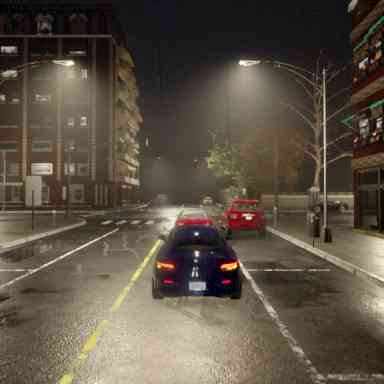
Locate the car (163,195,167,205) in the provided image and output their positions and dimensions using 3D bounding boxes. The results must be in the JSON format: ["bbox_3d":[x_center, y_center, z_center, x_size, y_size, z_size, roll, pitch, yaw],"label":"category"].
[{"bbox_3d":[-5.688,1.619,56.246,1.802,1.307,4.206,1,0,0],"label":"car"}]

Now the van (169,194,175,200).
[{"bbox_3d":[-5.691,1.422,95.017,1.690,1.788,3.998,1,0,0],"label":"van"}]

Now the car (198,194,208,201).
[{"bbox_3d":[2.692,1.382,83.933,2.192,1.841,5.009,1,0,0],"label":"car"}]

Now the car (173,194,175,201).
[{"bbox_3d":[-5.691,1.611,78.402,2.008,1.369,4.403,1,0,0],"label":"car"}]

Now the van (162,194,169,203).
[{"bbox_3d":[-5.684,1.383,61.786,1.690,1.788,3.998,1,0,0],"label":"van"}]

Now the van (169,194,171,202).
[{"bbox_3d":[-5.685,1.389,67.324,1.690,1.788,3.998,1,0,0],"label":"van"}]

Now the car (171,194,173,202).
[{"bbox_3d":[-5.690,1.635,72.863,1.802,1.307,4.206,1,0,0],"label":"car"}]

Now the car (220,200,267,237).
[{"bbox_3d":[2.705,1.323,18.212,2.192,1.841,5.009,1,0,0],"label":"car"}]

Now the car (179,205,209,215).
[{"bbox_3d":[0.097,1.609,18.025,1.895,1.301,4.718,0,0,0],"label":"car"}]

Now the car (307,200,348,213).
[{"bbox_3d":[15.206,1.609,37.247,4.313,1.339,1.947,0,-1,1],"label":"car"}]

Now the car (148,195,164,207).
[{"bbox_3d":[-5.686,1.614,50.709,1.802,1.307,4.206,1,0,0],"label":"car"}]

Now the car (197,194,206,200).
[{"bbox_3d":[2.690,1.396,95.009,2.192,1.841,5.009,1,0,0],"label":"car"}]

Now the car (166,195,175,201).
[{"bbox_3d":[-5.694,1.624,89.479,2.008,1.369,4.403,1,0,0],"label":"car"}]

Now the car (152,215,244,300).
[{"bbox_3d":[0.100,1.529,8.281,1.812,1.442,4.674,0,0,0],"label":"car"}]

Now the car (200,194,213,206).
[{"bbox_3d":[2.693,1.563,56.413,1.752,1.417,4.829,1,0,0],"label":"car"}]

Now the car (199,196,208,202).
[{"bbox_3d":[2.688,1.626,78.395,1.947,1.339,4.313,1,0,0],"label":"car"}]

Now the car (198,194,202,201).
[{"bbox_3d":[2.690,1.604,72.856,2.008,1.369,4.403,1,0,0],"label":"car"}]
